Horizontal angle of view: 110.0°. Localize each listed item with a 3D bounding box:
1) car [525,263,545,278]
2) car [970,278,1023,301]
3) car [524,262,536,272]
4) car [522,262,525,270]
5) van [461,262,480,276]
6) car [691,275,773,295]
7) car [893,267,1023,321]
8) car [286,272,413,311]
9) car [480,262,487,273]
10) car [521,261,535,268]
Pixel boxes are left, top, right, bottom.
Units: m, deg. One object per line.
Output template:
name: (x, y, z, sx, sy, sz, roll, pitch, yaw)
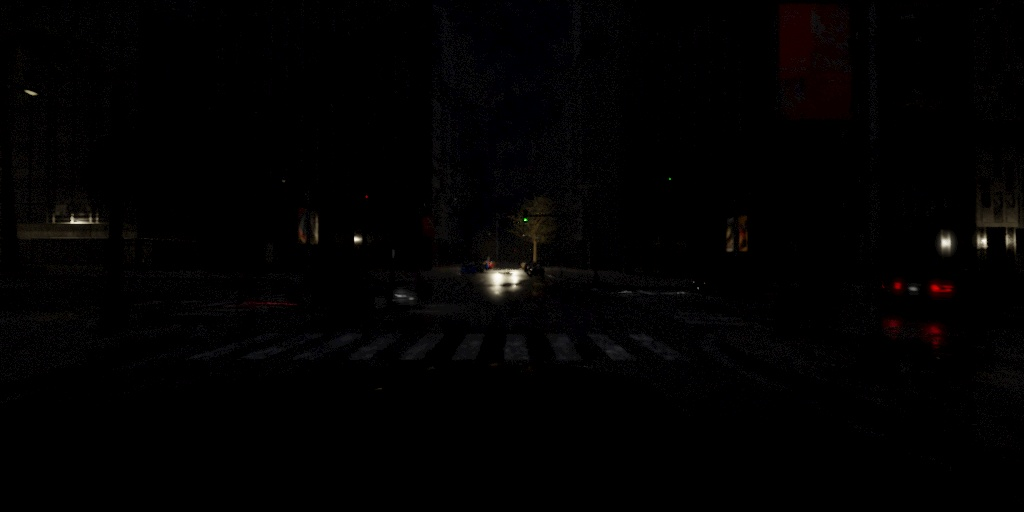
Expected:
car: (2.882, 1.802, 41.435, 2.007, 1.370, 4.403, 0, 0, 0)
car: (34.835, 2.285, 24.610, 4.181, 1.385, 1.994, 1, -1, 0)
car: (2.924, 1.847, 47.117, 1.751, 1.417, 4.829, 0, 0, 0)
car: (2.963, 1.943, 52.460, 2.007, 1.370, 4.403, 0, 0, 0)
van: (-5.602, 1.664, 47.007, 1.690, 1.789, 3.998, 0, 0, 0)
car: (14.997, 1.948, 24.651, 4.718, 1.301, 1.895, 1, -1, 0)
car: (19.251, 1.517, 14.801, 5.566, 2.045, 2.150, 1, -1, 0)
car: (-6.591, 1.429, 14.839, 4.892, 1.490, 1.837, 2, -1, 0)
car: (-5.522, 2.030, 58.031, 1.948, 1.339, 4.313, 0, 0, 0)
car: (3.003, 1.778, 57.972, 2.192, 1.841, 5.009, 0, 0, 0)
